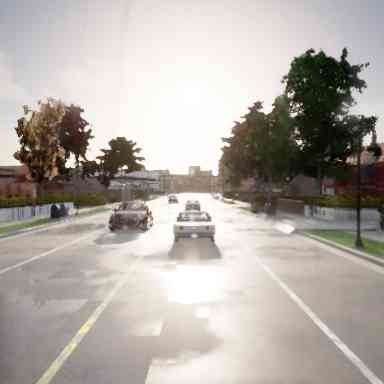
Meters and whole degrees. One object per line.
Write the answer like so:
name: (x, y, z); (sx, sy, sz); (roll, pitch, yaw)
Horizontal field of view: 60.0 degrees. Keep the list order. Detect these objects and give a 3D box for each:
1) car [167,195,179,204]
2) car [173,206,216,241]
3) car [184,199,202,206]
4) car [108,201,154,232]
car: (-3.514, 1.380, 62.210); (1.837, 1.490, 4.892); (0, 0, 1)
car: (0.096, 1.598, 16.583); (1.895, 1.301, 4.718); (0, 0, 0)
car: (0.105, 1.535, 37.395); (2.033, 1.411, 5.357); (0, 0, 0)
car: (-3.593, 1.349, 20.195); (2.097, 1.767, 4.553); (0, 0, 0)
